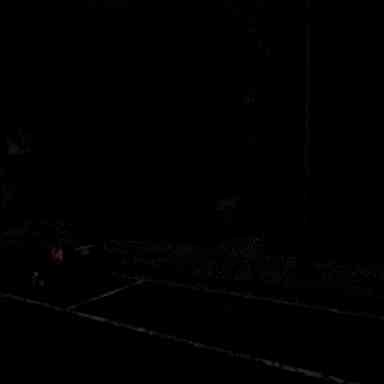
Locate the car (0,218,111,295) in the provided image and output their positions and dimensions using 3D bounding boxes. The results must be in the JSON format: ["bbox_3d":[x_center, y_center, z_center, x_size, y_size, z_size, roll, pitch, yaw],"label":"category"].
[{"bbox_3d":[-4.191,1.437,8.768,4.097,1.590,1.967,0,1,30],"label":"car"}]
